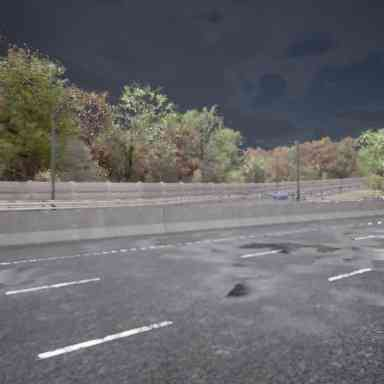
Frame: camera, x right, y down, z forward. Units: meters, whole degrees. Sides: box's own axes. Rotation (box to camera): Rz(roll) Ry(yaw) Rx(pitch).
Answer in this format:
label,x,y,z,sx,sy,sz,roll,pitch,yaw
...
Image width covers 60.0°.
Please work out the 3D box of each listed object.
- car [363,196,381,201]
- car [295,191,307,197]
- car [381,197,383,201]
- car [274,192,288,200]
label,x,y,z,sx,sy,sz,roll,pitch,yaw
car,30.420,1.511,55.666,4.892,1.490,1.837,0,0,-35
car,26.030,0.504,79.125,2.128,1.511,4.902,0,2,33
car,32.653,1.360,52.970,4.553,1.767,2.097,0,0,-35
car,17.614,0.835,65.767,1.882,1.535,5.008,0,1,31
